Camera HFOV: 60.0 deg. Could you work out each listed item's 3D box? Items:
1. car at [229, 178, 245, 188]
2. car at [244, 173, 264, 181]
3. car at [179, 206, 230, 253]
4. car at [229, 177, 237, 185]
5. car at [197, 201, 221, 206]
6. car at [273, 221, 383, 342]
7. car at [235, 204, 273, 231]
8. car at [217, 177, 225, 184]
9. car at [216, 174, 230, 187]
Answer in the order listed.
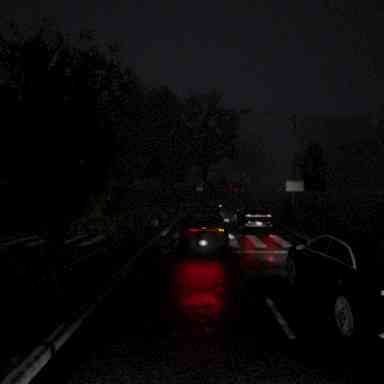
[{"bbox_3d":[9.654,-1.675,70.582,1.812,1.442,4.674,0,5,-1],"label":"car"},{"bbox_3d":[16.560,-3.626,91.680,4.892,1.521,2.231,1,5,12],"label":"car"},{"bbox_3d":[0.496,1.523,13.802,1.837,1.490,4.892,0,-1,2],"label":"car"},{"bbox_3d":[10.001,-2.649,80.781,1.882,1.535,5.008,0,5,6],"label":"car"},{"bbox_3d":[1.317,1.405,26.787,2.033,1.411,5.357,0,2,6],"label":"car"},{"bbox_3d":[3.241,1.505,6.439,2.128,1.511,4.902,0,0,1],"label":"car"},{"bbox_3d":[3.837,1.514,20.792,2.128,1.511,4.902,0,1,3],"label":"car"},{"bbox_3d":[7.235,-2.806,83.010,1.837,1.490,4.892,1,5,9],"label":"car"},{"bbox_3d":[6.638,-2.135,72.444,2.150,2.045,5.566,0,5,3],"label":"car"}]
